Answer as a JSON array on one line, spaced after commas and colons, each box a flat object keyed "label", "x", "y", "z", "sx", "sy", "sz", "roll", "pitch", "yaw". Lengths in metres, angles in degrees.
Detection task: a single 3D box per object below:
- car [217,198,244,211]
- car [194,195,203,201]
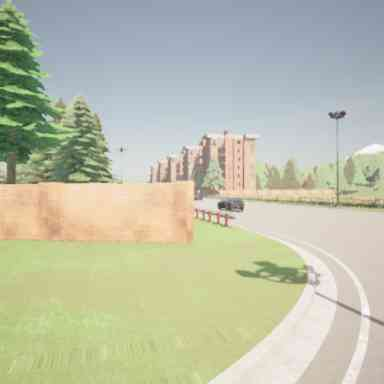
[{"label": "car", "x": 4.324, "y": 1.366, "z": 37.792, "sx": 2.128, "sy": 1.511, "sz": 4.902, "roll": 0, "pitch": 0, "yaw": -15}, {"label": "car", "x": 1.077, "y": 1.322, "z": 76.383, "sx": 2.033, "sy": 1.411, "sz": 5.357, "roll": 0, "pitch": 0, "yaw": -15}]
